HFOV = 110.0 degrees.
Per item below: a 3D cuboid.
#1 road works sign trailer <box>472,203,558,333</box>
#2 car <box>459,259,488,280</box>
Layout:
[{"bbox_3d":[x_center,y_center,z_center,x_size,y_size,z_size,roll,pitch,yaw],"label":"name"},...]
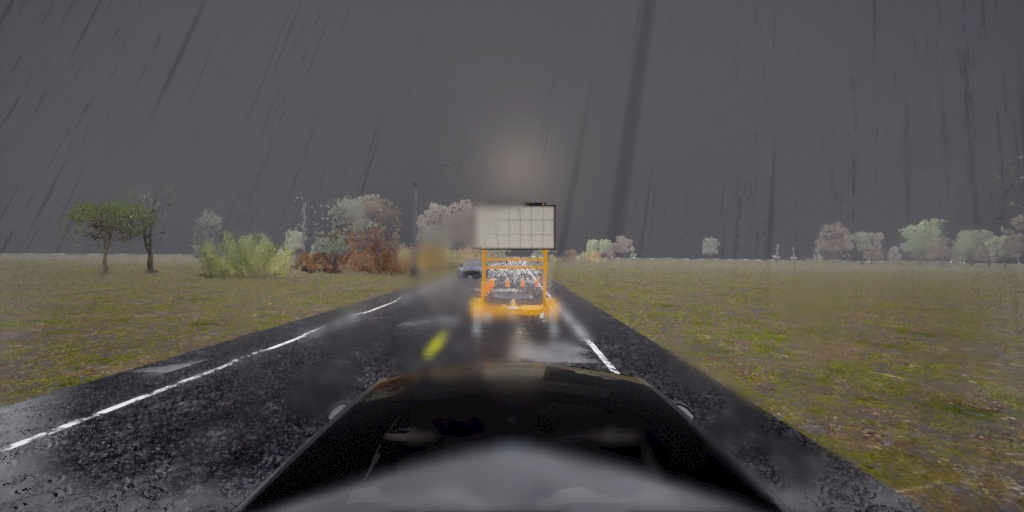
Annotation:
[{"bbox_3d":[0.084,0.218,10.737,2.380,3.560,2.880,0,0,0],"label":"road works sign trailer"},{"bbox_3d":[-3.214,1.118,30.839,2.097,1.767,4.553,0,0,1],"label":"car"}]
